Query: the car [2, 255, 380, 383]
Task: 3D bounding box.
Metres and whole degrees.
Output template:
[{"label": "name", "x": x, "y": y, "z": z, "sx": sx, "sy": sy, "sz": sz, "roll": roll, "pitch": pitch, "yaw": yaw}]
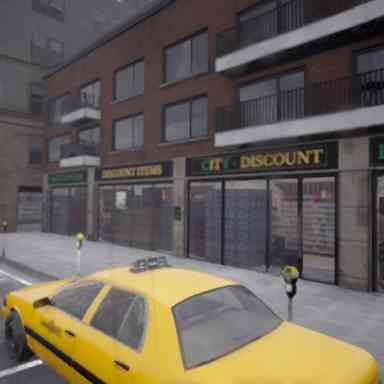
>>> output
[{"label": "car", "x": -0.707, "y": 1.558, "z": 4.111, "sx": 5.366, "sy": 1.575, "sz": 1.801, "roll": -1, "pitch": -2, "yaw": 44}]
